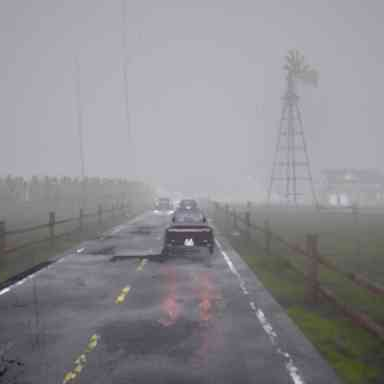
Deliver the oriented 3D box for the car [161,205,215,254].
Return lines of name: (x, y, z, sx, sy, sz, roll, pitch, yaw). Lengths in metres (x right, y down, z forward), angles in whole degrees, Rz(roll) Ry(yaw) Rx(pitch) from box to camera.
car: (-0.121, 1.512, 13.590, 2.128, 1.511, 4.902, 0, 0, -1)

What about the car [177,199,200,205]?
car: (-0.349, 1.399, 30.761, 2.097, 1.767, 4.553, 0, 0, -1)

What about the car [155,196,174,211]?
car: (-3.435, 1.419, 41.877, 2.097, 1.767, 4.553, 0, 0, -1)
